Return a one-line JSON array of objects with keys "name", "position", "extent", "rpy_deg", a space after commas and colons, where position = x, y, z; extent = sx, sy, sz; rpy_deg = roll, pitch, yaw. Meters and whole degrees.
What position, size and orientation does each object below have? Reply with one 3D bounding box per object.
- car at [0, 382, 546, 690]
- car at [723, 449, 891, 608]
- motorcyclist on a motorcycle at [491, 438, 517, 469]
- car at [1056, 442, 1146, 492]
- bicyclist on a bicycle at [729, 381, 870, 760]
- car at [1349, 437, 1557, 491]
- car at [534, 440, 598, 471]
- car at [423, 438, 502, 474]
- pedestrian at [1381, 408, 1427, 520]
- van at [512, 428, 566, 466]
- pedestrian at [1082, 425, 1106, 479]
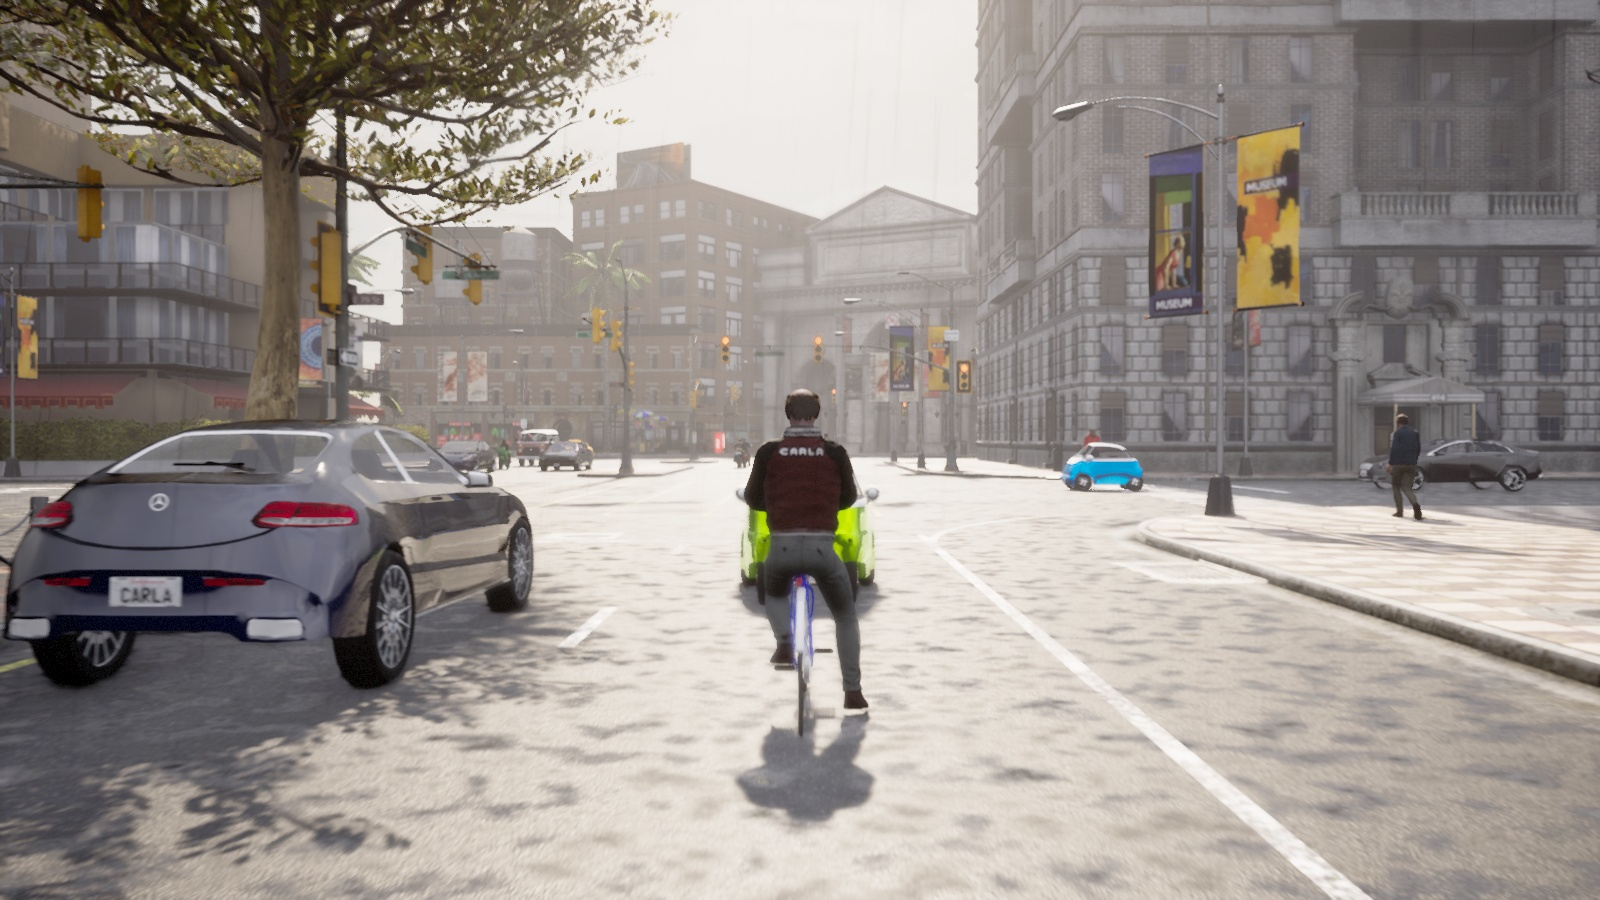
[{"name": "car", "position": [-3.510, 0.437, 9.270], "extent": [2.152, 1.651, 5.027], "rpy_deg": [0, 1, 1]}, {"name": "car", "position": [0.072, 0.690, 12.182], "extent": [1.481, 1.376, 2.207], "rpy_deg": [0, 1, 1]}, {"name": "motorcyclist on a motorcycle", "position": [-14.635, 0.153, 62.079], "extent": [0.797, 1.523, 2.044], "rpy_deg": [0, 1, 0]}, {"name": "car", "position": [8.651, 0.478, 36.222], "extent": [2.207, 1.376, 1.481], "rpy_deg": [1, 1, 0]}, {"name": "bicyclist on a bicycle", "position": [0.017, 0.554, 6.818], "extent": [0.659, 1.776, 1.843], "rpy_deg": [0, 1, 1]}, {"name": "car", "position": [18.741, 0.388, 36.223], "extent": [4.902, 1.511, 2.128], "rpy_deg": [0, 1, 0]}, {"name": "car", "position": [-11.146, 0.239, 60.132], "extent": [2.033, 1.411, 5.357], "rpy_deg": [0, 1, 0]}, {"name": "car", "position": [-14.643, 0.237, 54.749], "extent": [2.163, 1.488, 4.792], "rpy_deg": [0, 1, 0]}, {"name": "pedestrian", "position": [10.105, 0.220, 21.022], "extent": [0.402, 1.842, 0.726], "rpy_deg": [0, 1, 0]}, {"name": "van", "position": [-14.589, -0.181, 70.306], "extent": [2.069, 2.038, 4.480], "rpy_deg": [0, 1, 0]}, {"name": "pedestrian", "position": [10.199, 0.063, 43.591], "extent": [0.634, 1.844, 0.899], "rpy_deg": [0, 1, 0]}]
